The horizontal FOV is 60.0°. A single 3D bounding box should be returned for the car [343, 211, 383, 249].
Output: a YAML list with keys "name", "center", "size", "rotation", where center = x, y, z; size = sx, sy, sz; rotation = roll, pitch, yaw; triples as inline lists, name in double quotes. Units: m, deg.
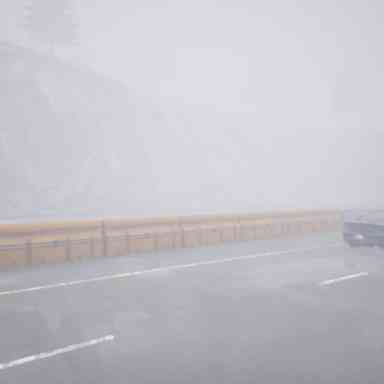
- name: "car"
  center: [8.202, 1.482, 13.320]
  size: [5.008, 1.535, 1.882]
  rotation: [0, 0, -30]
